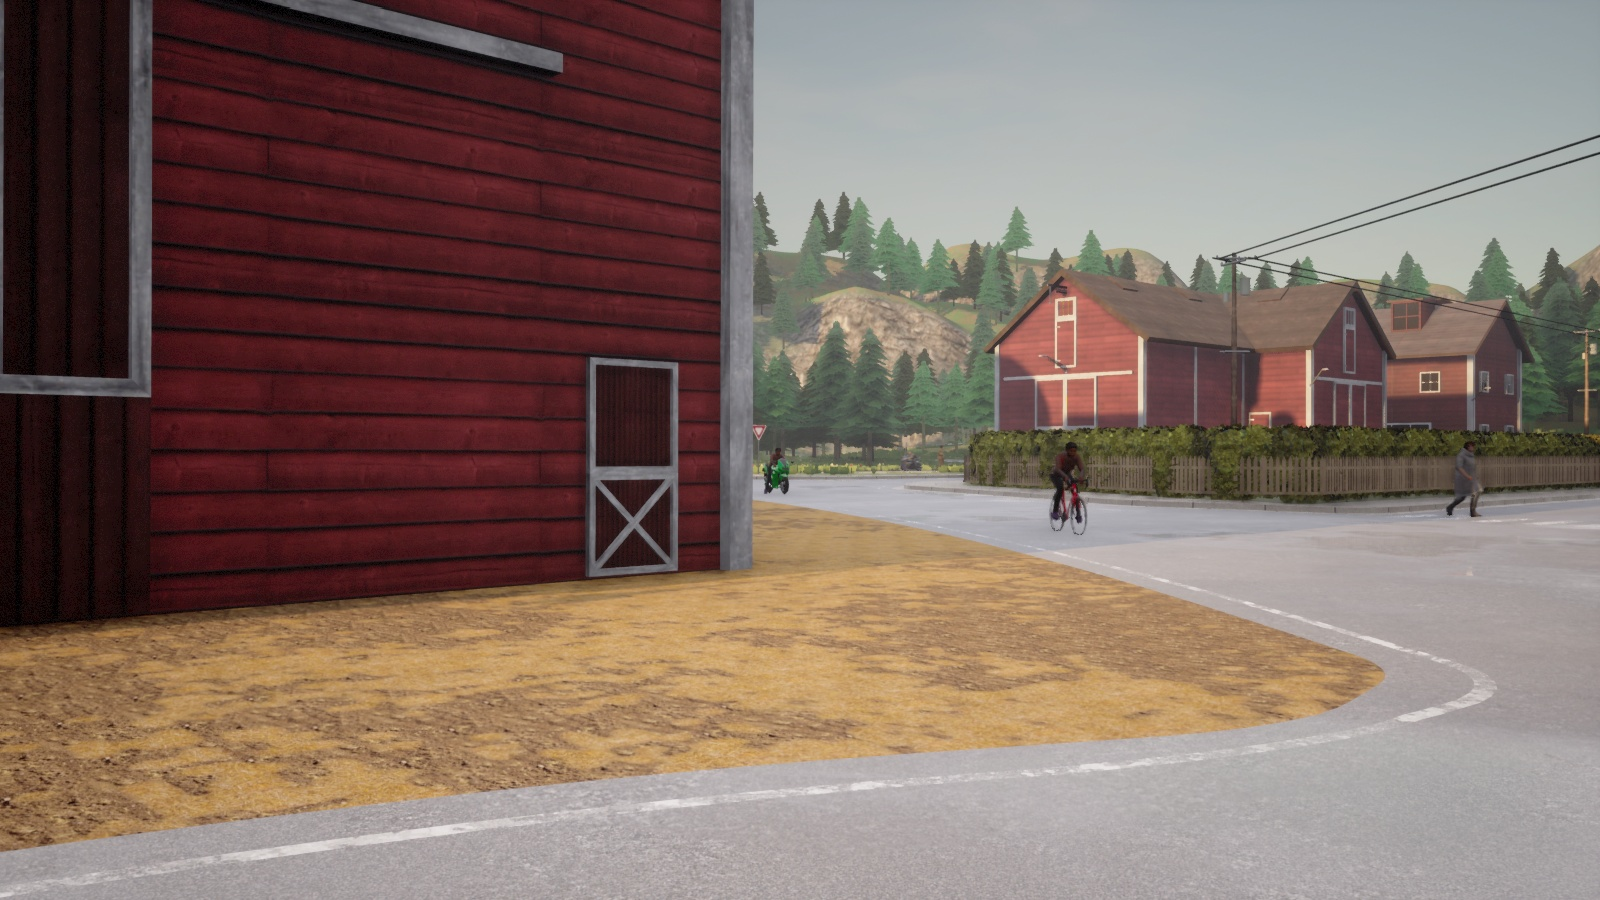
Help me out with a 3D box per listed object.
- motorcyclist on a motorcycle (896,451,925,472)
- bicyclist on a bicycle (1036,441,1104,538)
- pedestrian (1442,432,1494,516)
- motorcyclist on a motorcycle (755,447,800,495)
[{"bbox_3d":[8.176,0.849,92.679,2.191,1.530,0.866,0,0,-42],"label":"motorcyclist on a motorcycle"},{"bbox_3d":[4.725,0.662,22.069,0.582,1.620,1.656,0,0,-10],"label":"bicyclist on a bicycle"},{"bbox_3d":[15.823,0.569,29.757,0.659,1.952,0.873,0,0,-24],"label":"pedestrian"},{"bbox_3d":[-0.754,0.679,41.046,0.797,1.523,2.044,0,0,-22],"label":"motorcyclist on a motorcycle"}]
